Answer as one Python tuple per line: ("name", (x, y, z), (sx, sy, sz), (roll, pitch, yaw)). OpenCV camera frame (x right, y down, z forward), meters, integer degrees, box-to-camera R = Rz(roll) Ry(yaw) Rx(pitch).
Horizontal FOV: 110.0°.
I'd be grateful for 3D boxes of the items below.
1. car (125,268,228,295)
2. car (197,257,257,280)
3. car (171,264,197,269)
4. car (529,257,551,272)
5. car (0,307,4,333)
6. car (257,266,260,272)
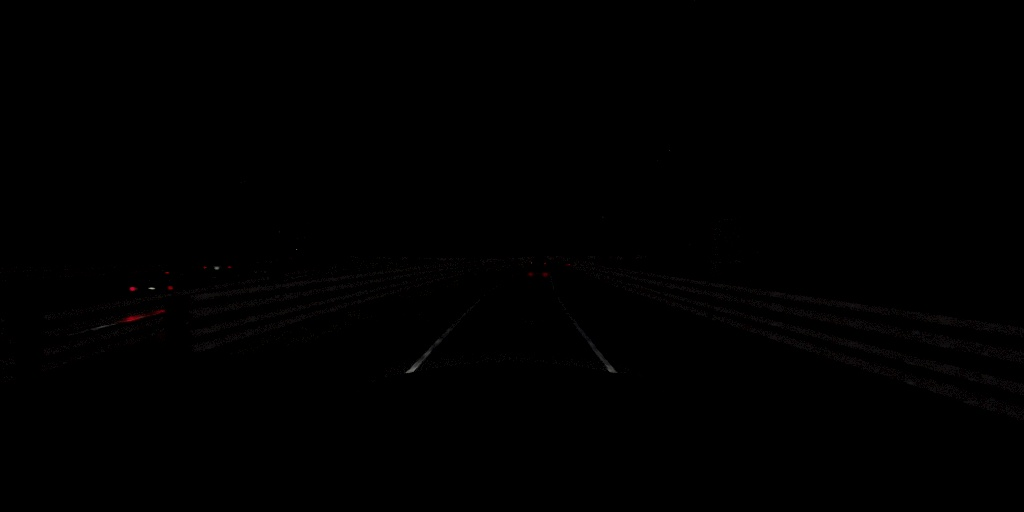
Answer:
("car", (-16.322, 1.459, 17.685), (1.895, 1.301, 4.718), (0, 0, -19))
("car", (-24.828, 1.097, 31.545), (2.150, 2.045, 5.566), (0, -1, -20))
("car", (-28.675, 1.419, 31.974), (2.033, 1.411, 5.357), (0, 0, -21))
("car", (3.403, 0.875, 42.232), (2.097, 1.767, 4.553), (1, 0, 13))
("car", (-12.558, 1.324, 6.459), (1.882, 1.535, 5.008), (0, 0, -18))
("car", (-34.297, 1.488, 46.458), (1.994, 1.385, 4.181), (0, 0, -21))
